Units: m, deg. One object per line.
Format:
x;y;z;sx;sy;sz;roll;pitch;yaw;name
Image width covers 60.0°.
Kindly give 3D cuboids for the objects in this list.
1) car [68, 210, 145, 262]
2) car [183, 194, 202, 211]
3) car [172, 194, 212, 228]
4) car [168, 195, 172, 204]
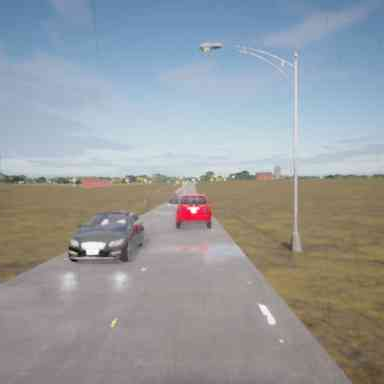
-2.851;1.454;11.985;2.128;1.511;4.902;0;0;0;car
0.091;1.156;38.908;2.097;1.767;4.553;0;0;0;car
0.103;1.142;21.596;2.150;2.045;5.566;0;1;0;car
-2.810;1.167;54.277;1.837;1.490;4.892;0;1;0;car
